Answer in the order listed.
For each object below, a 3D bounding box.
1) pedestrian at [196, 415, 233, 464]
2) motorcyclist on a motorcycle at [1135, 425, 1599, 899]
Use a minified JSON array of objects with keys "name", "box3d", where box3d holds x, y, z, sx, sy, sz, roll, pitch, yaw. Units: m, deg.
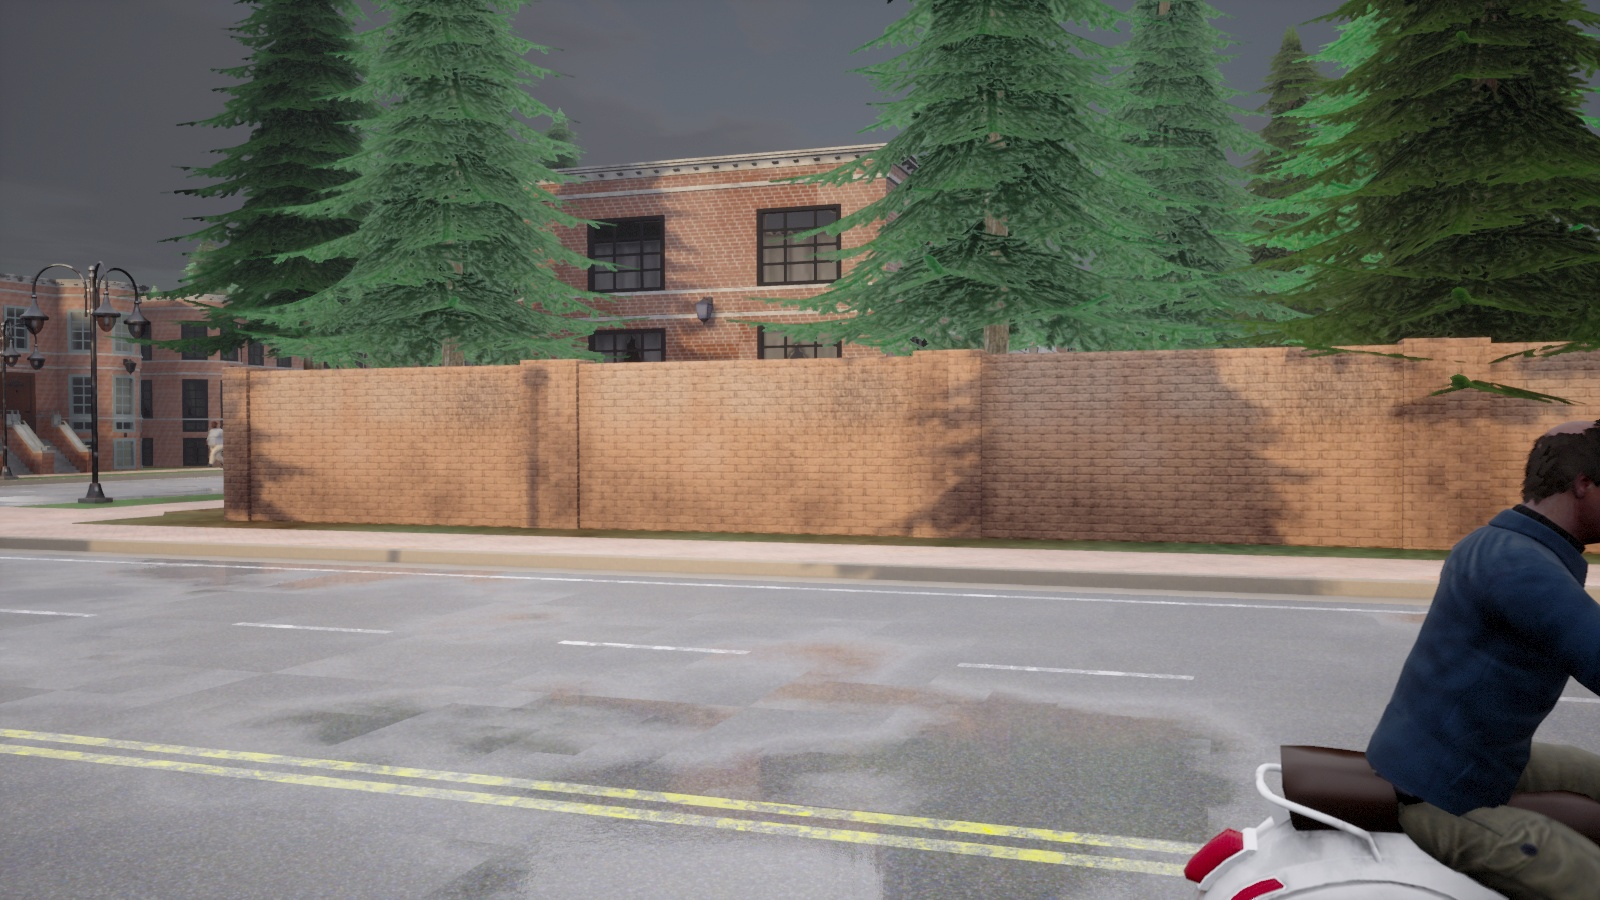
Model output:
[{"name":"pedestrian","box3d":[-22.173,-0.395,47.582,0.874,1.855,0.900,1,1,20]},{"name":"motorcyclist on a motorcycle","box3d":[1.674,0.743,2.629,1.817,1.590,0.866,0,1,19]}]
